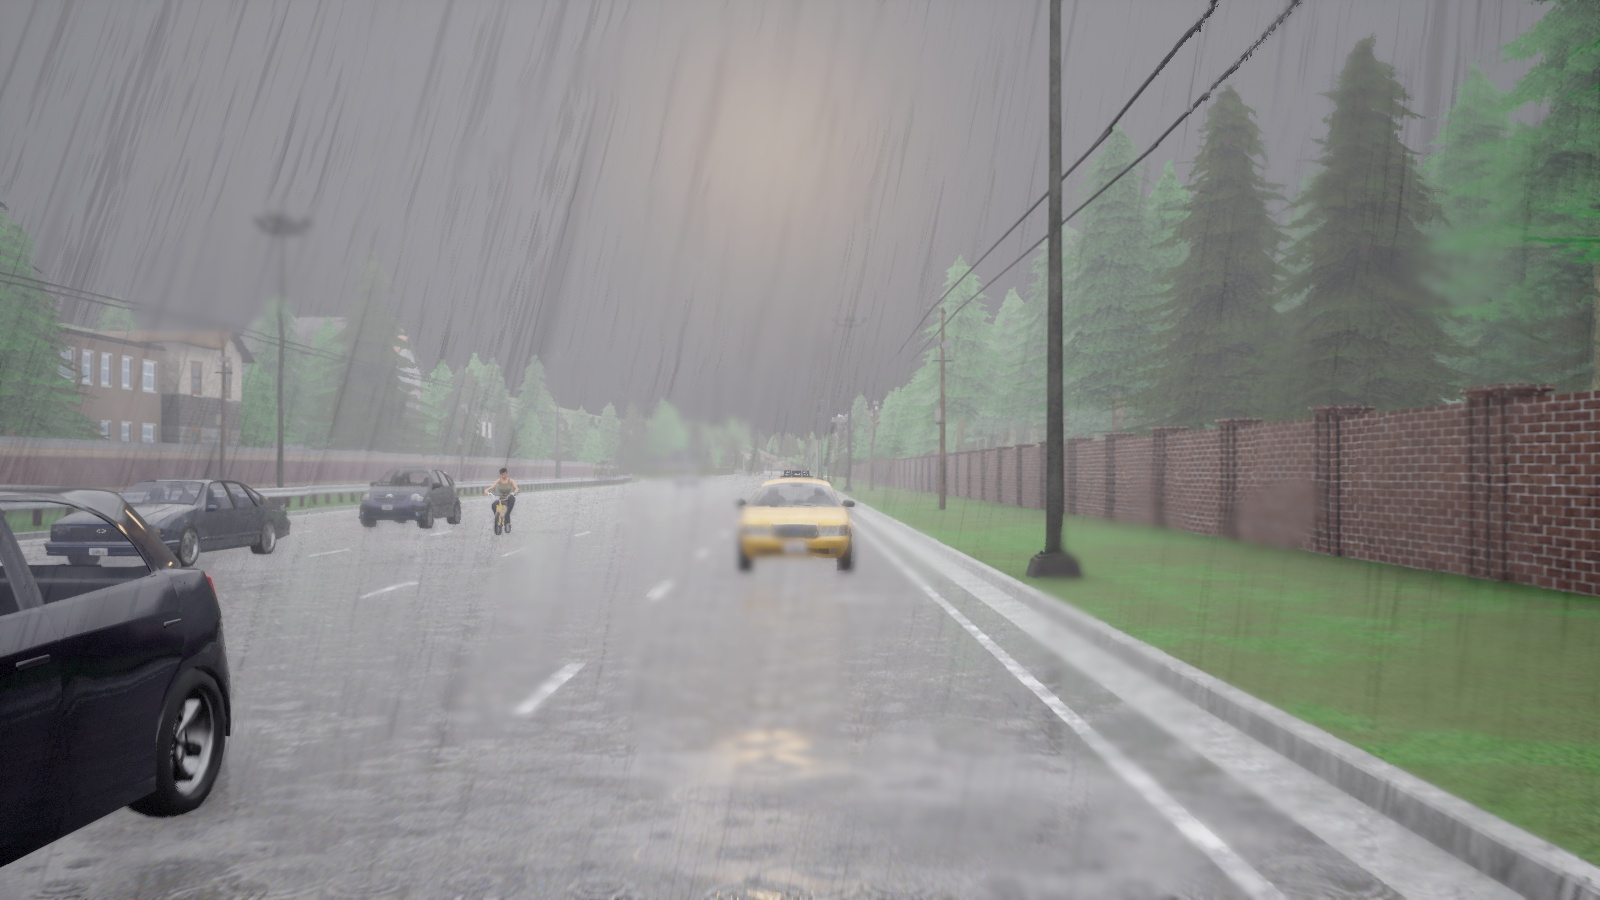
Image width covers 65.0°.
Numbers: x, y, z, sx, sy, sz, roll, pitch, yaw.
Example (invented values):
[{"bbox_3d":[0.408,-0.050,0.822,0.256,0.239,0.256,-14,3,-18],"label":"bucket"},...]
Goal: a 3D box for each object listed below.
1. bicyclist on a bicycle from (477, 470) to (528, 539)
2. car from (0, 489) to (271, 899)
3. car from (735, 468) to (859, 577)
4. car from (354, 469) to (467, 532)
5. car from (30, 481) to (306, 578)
[{"bbox_3d":[-7.072,1.281,29.949,0.866,1.612,1.509,0,-1,0],"label":"bicyclist on a bicycle"},{"bbox_3d":[-3.510,0.915,4.324,1.845,1.501,3.633,0,-1,0],"label":"car"},{"bbox_3d":[-0.051,1.106,21.046,1.801,1.575,5.366,0,-1,0],"label":"car"},{"bbox_3d":[-10.583,1.331,34.403,1.851,1.617,3.988,0,-1,0],"label":"car"},{"bbox_3d":[-10.552,1.265,21.550,2.033,1.411,5.357,0,-1,0],"label":"car"}]
